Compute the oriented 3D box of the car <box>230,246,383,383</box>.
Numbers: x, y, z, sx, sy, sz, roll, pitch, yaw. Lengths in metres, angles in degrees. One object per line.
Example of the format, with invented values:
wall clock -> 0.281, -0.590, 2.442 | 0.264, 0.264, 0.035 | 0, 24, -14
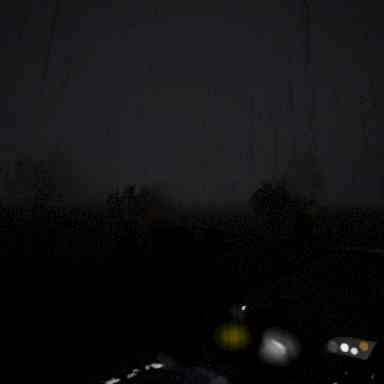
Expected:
car -> 2.563, 1.560, 4.901 | 4.181, 1.385, 1.994 | 0, 0, -36
